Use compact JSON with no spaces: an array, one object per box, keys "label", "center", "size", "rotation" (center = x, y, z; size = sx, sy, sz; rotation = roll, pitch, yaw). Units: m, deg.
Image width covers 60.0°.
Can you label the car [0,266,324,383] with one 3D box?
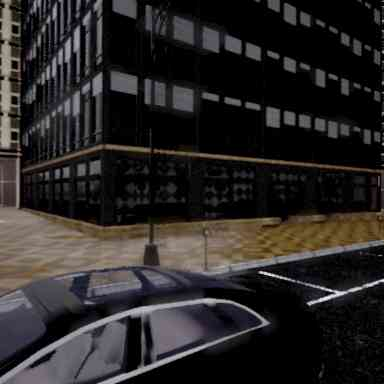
[{"label":"car","center":[-0.943,1.497,2.704],"size":[4.902,1.511,2.128],"rotation":[0,0,-35]}]
